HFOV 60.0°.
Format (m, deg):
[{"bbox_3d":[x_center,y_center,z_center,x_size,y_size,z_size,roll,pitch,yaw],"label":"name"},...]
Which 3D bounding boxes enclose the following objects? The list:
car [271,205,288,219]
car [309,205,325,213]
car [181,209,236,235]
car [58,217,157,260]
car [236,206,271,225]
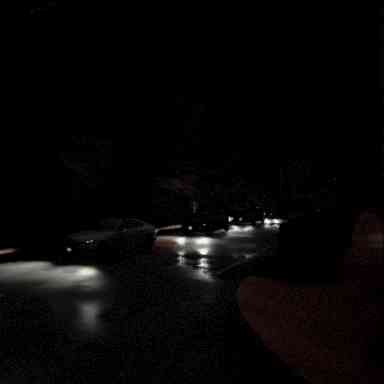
[{"bbox_3d":[9.913,2.272,39.094,2.128,1.511,4.902,-1,-2,27],"label":"car"},{"bbox_3d":[16.948,2.413,44.716,2.033,1.411,5.357,-1,-2,27],"label":"car"},{"bbox_3d":[1.006,1.920,21.873,1.837,1.490,4.892,-1,-2,27],"label":"car"},{"bbox_3d":[-3.219,1.767,13.650,1.812,1.442,4.674,-1,-2,27],"label":"car"},{"bbox_3d":[5.217,2.080,30.033,2.128,1.511,4.902,-1,-2,27],"label":"car"}]
